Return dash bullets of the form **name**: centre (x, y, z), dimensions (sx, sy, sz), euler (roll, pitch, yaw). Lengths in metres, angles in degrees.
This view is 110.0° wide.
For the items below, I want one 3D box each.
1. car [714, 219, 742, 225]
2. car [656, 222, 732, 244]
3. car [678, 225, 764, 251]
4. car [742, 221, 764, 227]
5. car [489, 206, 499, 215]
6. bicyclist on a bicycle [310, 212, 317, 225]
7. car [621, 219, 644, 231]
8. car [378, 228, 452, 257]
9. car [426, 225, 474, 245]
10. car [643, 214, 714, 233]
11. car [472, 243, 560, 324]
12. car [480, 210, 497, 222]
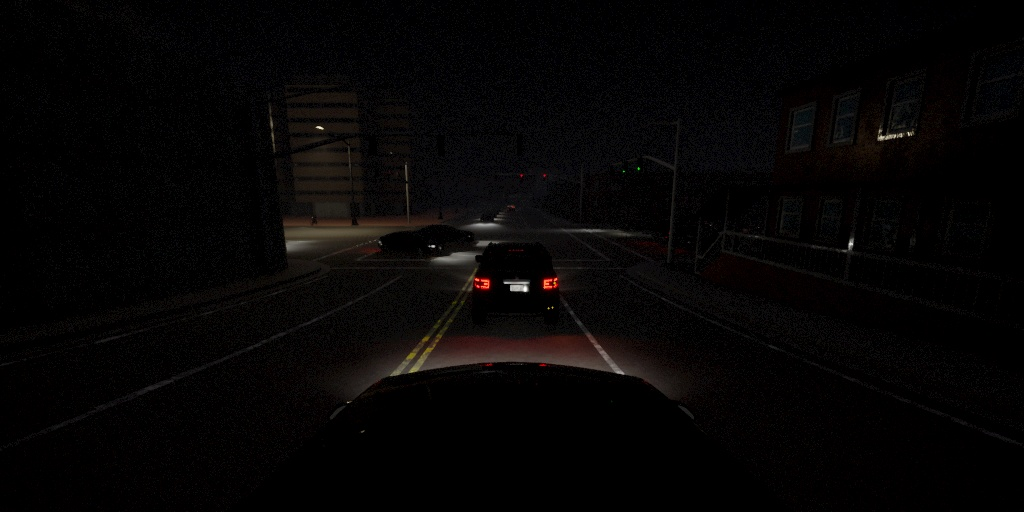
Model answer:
- **car**: centre (23.846, -3.554, 40.111), dimensions (4.674, 1.442, 1.812), euler (0, 10, 0)
- **car**: centre (14.879, -1.782, 29.577), dimensions (4.892, 1.490, 1.837), euler (0, 10, 0)
- **car**: centre (15.314, -1.207, 26.124), dimensions (4.902, 1.511, 2.128), euler (0, 10, 0)
- **car**: centre (26.685, -2.963, 36.661), dimensions (4.674, 1.442, 1.812), euler (0, 10, 0)
- **car**: centre (-3.702, -7.435, 62.836), dimensions (1.812, 1.442, 4.674), euler (0, 10, 0)
- **bicyclist on a bicycle**: centre (-25.361, -4.774, 45.828), dimensions (0.582, 1.620, 1.656), euler (0, 10, 0)
- **car**: centre (14.767, -3.487, 40.155), dimensions (4.718, 1.301, 1.895), euler (0, 10, 0)
- **car**: centre (-6.877, -0.919, 24.477), dimensions (4.892, 1.490, 1.837), euler (4, 9, 24)
- **car**: centre (-5.584, -1.793, 29.596), dimensions (4.892, 1.490, 1.837), euler (0, 10, 0)
- **car**: centre (16.889, -3.269, 36.628), dimensions (5.566, 2.045, 2.150), euler (0, 10, 0)
- **car**: centre (0.066, 0.604, 10.710), dimensions (2.150, 2.045, 5.566), euler (0, 4, -1)
- **car**: centre (-3.708, -5.868, 54.088), dimensions (1.895, 1.301, 4.718), euler (0, 10, 0)
